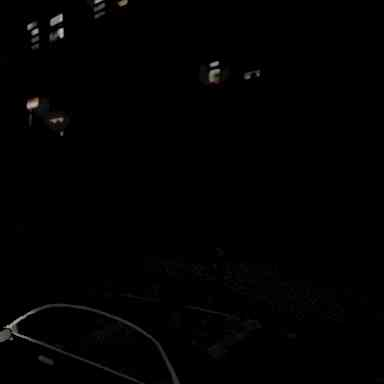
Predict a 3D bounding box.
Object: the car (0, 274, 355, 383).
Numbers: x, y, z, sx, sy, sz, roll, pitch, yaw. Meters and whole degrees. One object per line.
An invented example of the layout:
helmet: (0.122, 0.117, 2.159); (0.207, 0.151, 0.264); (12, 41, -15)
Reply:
car: (-0.724, 1.563, 3.377); (4.403, 1.369, 2.008); (0, 1, 35)
